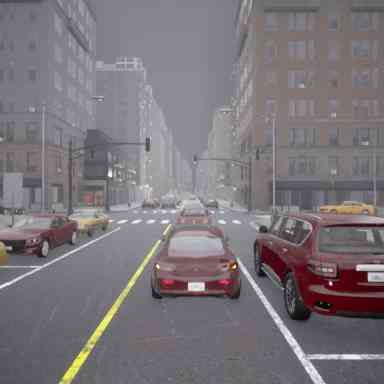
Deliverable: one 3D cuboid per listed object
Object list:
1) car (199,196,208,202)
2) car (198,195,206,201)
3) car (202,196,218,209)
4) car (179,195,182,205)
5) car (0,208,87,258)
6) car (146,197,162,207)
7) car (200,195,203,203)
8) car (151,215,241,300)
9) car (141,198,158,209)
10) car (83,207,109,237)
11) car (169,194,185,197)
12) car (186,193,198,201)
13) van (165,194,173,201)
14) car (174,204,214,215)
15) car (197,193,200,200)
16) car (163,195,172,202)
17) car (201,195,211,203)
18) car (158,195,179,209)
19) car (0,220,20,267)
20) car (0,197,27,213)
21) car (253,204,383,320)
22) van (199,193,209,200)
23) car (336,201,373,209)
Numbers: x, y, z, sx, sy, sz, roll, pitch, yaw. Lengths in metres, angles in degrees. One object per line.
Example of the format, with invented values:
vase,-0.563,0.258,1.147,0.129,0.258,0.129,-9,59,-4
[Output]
car,2.714,1.608,79.517,1.802,1.307,4.206,1,0,0
car,2.719,1.599,90.864,1.947,1.339,4.313,1,0,0
car,2.698,1.593,45.477,1.802,1.307,4.206,1,0,0
car,-3.063,1.578,55.073,1.994,1.385,4.181,0,0,0
car,-5.843,1.547,12.846,1.887,1.381,4.507,1,0,0
car,-5.825,1.557,51.163,1.887,1.381,4.507,1,0,0
car,2.703,1.597,56.824,1.802,1.307,4.206,1,0,0
car,0.090,1.527,8.268,1.812,1.442,4.674,0,0,0
car,-5.828,1.555,45.490,1.887,1.381,4.507,1,0,0
car,-5.840,1.529,18.301,1.752,1.417,4.829,1,0,0
car,-2.996,1.567,66.170,2.033,1.411,5.357,0,0,1
car,0.042,1.570,85.212,2.033,1.411,5.357,0,0,0
van,-5.807,1.371,85.201,1.690,1.788,3.998,1,0,0
car,0.238,1.606,20.114,1.895,1.301,4.718,0,0,3
car,2.711,1.335,68.171,2.192,1.841,5.009,1,0,0
car,-5.811,1.466,79.528,1.967,1.590,4.097,1,0,0
car,2.700,1.595,51.150,1.802,1.307,4.206,1,0,0
car,-3.074,1.516,45.108,1.837,1.490,4.892,0,0,0
car,-5.846,1.527,7.051,1.752,1.417,4.829,1,0,0
car,-17.246,1.198,29.665,4.553,1.767,2.097,1,-1,0
car,2.682,1.317,7.209,2.192,1.841,5.009,1,0,0
van,2.708,1.358,62.498,1.690,1.788,3.998,1,0,0
car,15.140,1.641,32.667,5.008,1.535,1.882,0,-1,1
